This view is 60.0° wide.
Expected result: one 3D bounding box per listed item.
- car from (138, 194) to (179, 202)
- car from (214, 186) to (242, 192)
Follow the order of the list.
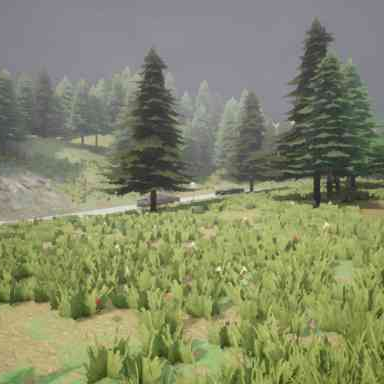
[{"bbox_3d":[-3.700,0.935,37.668,2.033,1.411,5.357,0,5,45],"label":"car"},{"bbox_3d":[5.316,-0.124,46.649,4.718,1.301,1.895,-7,5,-43],"label":"car"}]
